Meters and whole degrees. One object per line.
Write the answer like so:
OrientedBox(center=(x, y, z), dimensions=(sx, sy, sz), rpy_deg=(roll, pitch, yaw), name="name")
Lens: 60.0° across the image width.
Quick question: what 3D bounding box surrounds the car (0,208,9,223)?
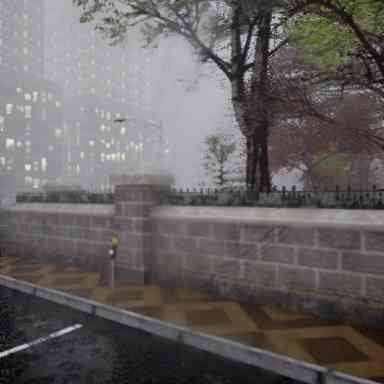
OrientedBox(center=(-16.482, 1.977, 27.144), dimensions=(1.895, 1.301, 4.718), rpy_deg=(-1, -1, 34), name="car")
